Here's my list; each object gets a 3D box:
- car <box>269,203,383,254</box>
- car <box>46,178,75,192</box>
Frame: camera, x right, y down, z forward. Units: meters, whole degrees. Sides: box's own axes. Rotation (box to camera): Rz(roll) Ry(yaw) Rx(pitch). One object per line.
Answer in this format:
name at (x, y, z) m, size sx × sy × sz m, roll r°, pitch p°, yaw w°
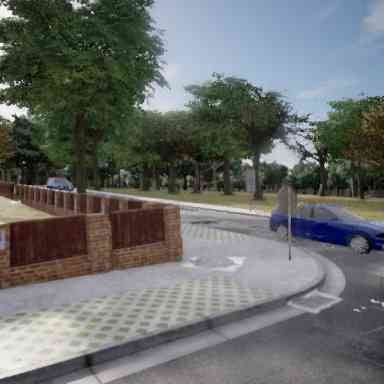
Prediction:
car at (5.304, 1.246, 12.846) m, size 1.882 × 1.535 × 5.008 m, roll -1°, pitch 3°, yaw -37°
car at (-16.338, -0.696, 41.109) m, size 2.150 × 2.045 × 5.566 m, roll -1°, pitch 3°, yaw -37°
